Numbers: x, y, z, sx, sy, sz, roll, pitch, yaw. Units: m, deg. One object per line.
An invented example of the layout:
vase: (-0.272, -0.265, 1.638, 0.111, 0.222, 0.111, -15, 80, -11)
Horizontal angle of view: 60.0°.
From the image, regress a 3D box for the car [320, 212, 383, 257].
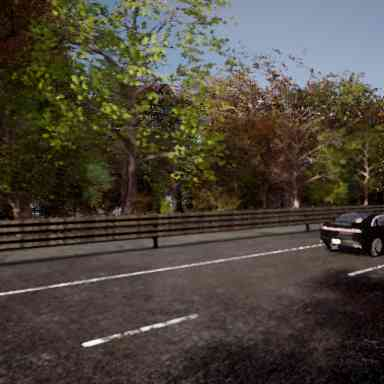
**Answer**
car: (7.062, 1.543, 13.177, 4.902, 1.511, 2.128, 0, 0, -36)

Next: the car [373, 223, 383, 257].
car: (6.890, 1.565, 8.723, 4.674, 1.442, 1.812, 0, 0, -36)
